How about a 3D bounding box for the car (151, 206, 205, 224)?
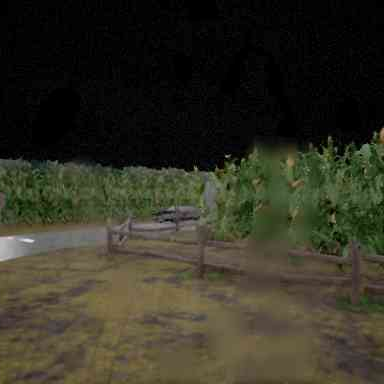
[{"bbox_3d":[-0.999,1.821,27.437,2.033,1.411,5.357,-1,-2,36],"label":"car"}]
